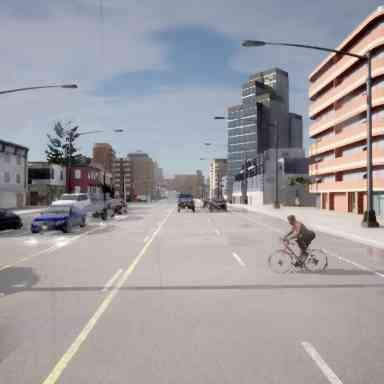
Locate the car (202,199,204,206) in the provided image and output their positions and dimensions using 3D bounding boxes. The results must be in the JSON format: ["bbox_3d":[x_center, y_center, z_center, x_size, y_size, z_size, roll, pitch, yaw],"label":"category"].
[{"bbox_3d":[2.623,1.419,48.770,2.128,1.511,4.902,0,-1,-1],"label":"car"}]

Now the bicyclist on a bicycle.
[{"bbox_3d":[2.903,1.456,9.130,1.656,1.620,0.582,-1,0,-1],"label":"bicyclist on a bicycle"}]

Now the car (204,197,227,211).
[{"bbox_3d":[2.879,1.392,38.222,2.128,1.511,4.902,0,0,-1],"label":"car"}]

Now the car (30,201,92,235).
[{"bbox_3d":[-7.443,1.503,19.018,1.812,1.442,4.674,0,0,-1],"label":"car"}]

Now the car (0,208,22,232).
[{"bbox_3d":[-10.922,1.545,17.812,1.994,1.385,4.181,0,0,-1],"label":"car"}]

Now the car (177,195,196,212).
[{"bbox_3d":[-0.634,1.406,37.478,1.837,1.490,4.892,0,0,-1],"label":"car"}]

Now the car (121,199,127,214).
[{"bbox_3d":[-7.672,1.425,33.122,1.837,1.490,4.892,0,0,-1],"label":"car"}]

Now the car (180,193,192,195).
[{"bbox_3d":[-0.870,1.139,47.536,2.150,2.045,5.566,0,-1,-1],"label":"car"}]

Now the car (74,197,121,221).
[{"bbox_3d":[-7.503,1.443,26.937,2.128,1.511,4.902,0,0,-1],"label":"car"}]

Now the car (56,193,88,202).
[{"bbox_3d":[-11.144,1.152,30.932,2.150,2.045,5.566,0,0,0],"label":"car"}]
